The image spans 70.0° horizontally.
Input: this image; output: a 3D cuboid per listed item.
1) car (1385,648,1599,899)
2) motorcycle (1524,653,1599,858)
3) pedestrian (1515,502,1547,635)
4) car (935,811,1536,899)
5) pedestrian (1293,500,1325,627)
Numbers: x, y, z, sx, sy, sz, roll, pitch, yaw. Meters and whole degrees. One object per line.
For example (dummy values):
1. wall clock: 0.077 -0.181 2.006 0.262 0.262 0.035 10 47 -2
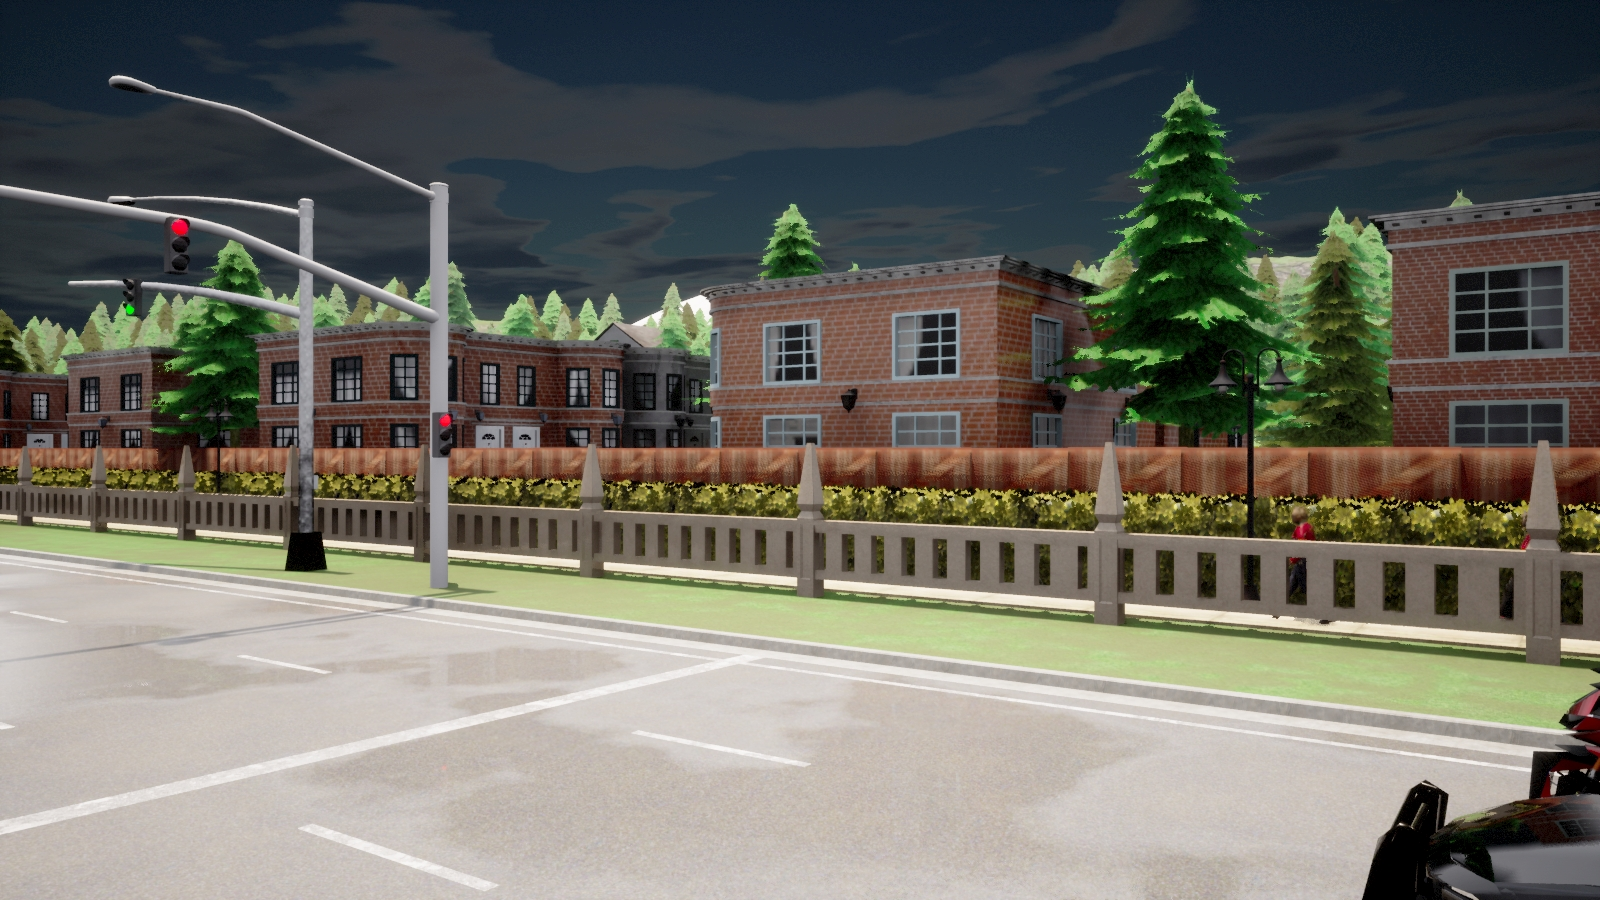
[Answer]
1. car: 5.302 1.983 4.345 5.238 1.638 2.097 0 0 35
2. motorcycle: 6.334 2.205 7.895 2.209 1.251 0.867 0 0 35
3. pedestrian: 10.586 1.700 16.544 0.375 1.860 0.375 0 0 35
4. car: 2.178 2.065 2.259 4.193 1.474 1.816 0 0 35
5. pedestrian: 7.664 1.699 17.206 0.375 1.860 0.375 0 0 35
